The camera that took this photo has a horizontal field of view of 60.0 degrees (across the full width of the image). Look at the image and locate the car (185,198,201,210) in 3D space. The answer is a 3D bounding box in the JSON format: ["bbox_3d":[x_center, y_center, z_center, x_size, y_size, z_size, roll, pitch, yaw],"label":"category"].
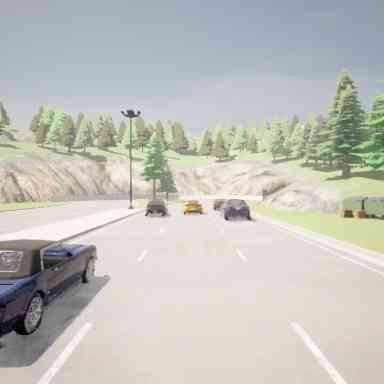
[{"bbox_3d":[0.137,1.547,44.422,2.033,1.411,5.357,0,0,1],"label":"car"}]

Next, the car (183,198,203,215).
[{"bbox_3d":[0.096,1.477,34.585,1.882,1.535,5.008,0,0,0],"label":"car"}]

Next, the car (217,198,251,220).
[{"bbox_3d":[3.600,1.352,28.193,2.097,1.767,4.553,0,0,0],"label":"car"}]

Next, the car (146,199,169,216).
[{"bbox_3d":[-3.399,1.505,32.776,1.837,1.490,4.892,0,0,0],"label":"car"}]

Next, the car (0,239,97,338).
[{"bbox_3d":[-3.400,1.601,6.629,1.895,1.301,4.718,0,0,0],"label":"car"}]

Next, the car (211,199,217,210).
[{"bbox_3d":[3.617,1.526,42.094,1.812,1.442,4.674,0,0,0],"label":"car"}]
